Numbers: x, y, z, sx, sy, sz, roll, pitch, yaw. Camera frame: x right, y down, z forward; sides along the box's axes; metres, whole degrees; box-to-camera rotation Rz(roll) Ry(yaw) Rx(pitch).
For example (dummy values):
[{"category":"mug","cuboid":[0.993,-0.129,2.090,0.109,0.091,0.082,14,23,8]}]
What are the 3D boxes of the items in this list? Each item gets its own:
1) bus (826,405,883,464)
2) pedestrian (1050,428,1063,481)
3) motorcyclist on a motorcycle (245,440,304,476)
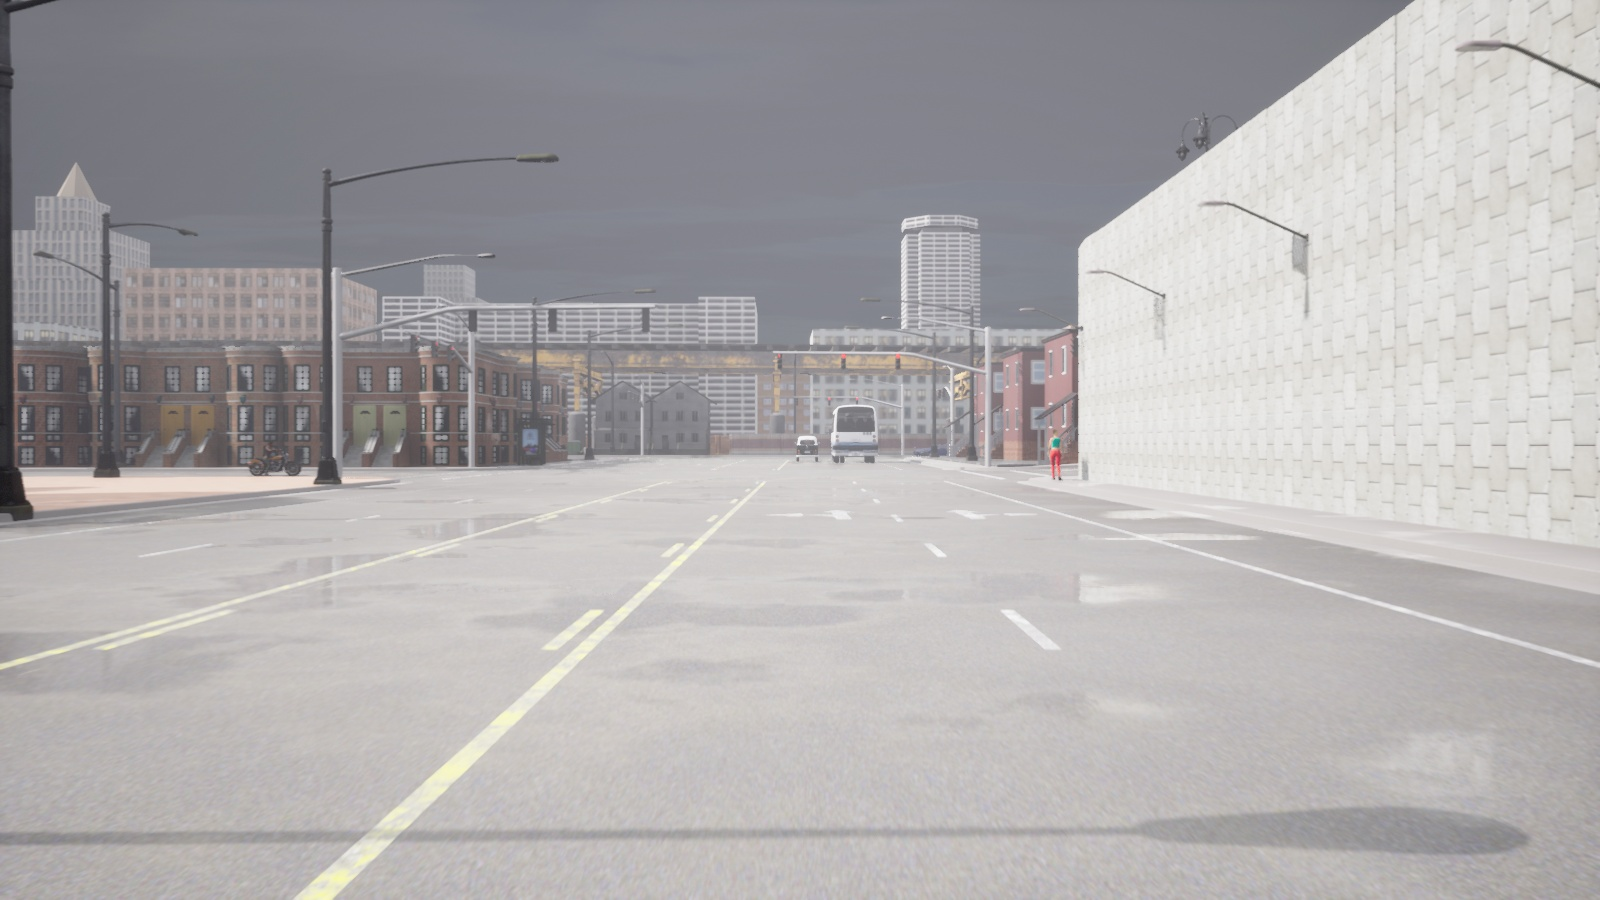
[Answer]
[{"category":"bus","cuboid":[4.063,-1.168,96.140,3.944,4.253,10.273,0,0,0]},{"category":"pedestrian","cuboid":[9.086,0.158,44.569,0.345,1.836,0.594,0,0,1]},{"category":"motorcyclist on a motorcycle","cuboid":[-23.835,0.357,56.947,2.350,1.649,0.766,0,0,0]}]
